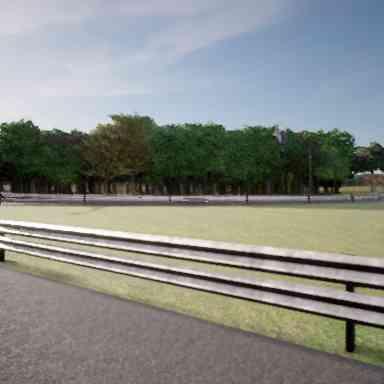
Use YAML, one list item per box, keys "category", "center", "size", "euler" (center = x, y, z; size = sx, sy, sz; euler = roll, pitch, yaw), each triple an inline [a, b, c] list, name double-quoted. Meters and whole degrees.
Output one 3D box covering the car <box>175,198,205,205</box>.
- category: "car"
  center: [-0.287, 1.074, 46.190]
  size: [4.181, 1.385, 1.994]
  euler: [0, 0, -11]
